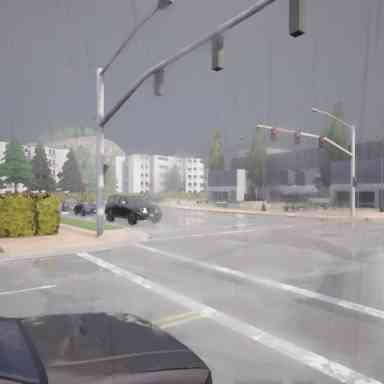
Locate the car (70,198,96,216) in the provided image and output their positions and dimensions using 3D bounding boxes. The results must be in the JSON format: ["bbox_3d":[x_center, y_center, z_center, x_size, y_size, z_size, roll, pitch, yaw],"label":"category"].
[{"bbox_3d":[-9.995,1.561,32.100,1.994,1.385,4.181,0,0,-34],"label":"car"}]

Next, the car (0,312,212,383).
[{"bbox_3d":[-2.361,1.548,2.080,5.357,1.411,2.033,0,0,-35],"label":"car"}]

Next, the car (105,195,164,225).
[{"bbox_3d":[-4.449,1.219,24.494,2.150,2.045,5.566,0,0,-40],"label":"car"}]

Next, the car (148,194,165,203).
[{"bbox_3d":[-7.538,1.345,70.934,2.097,1.767,4.553,0,0,17],"label":"car"}]

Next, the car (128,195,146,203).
[{"bbox_3d":[-11.382,1.469,68.885,1.882,1.535,5.008,0,0,14],"label":"car"}]

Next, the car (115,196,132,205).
[{"bbox_3d":[-12.062,1.485,58.853,2.128,1.511,4.902,0,0,-4],"label":"car"}]

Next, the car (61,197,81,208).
[{"bbox_3d":[-17.891,1.488,49.284,2.128,1.511,4.902,0,0,-13],"label":"car"}]

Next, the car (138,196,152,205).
[{"bbox_3d":[-8.632,1.497,61.169,1.837,1.490,4.892,0,0,-1],"label":"car"}]

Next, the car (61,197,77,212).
[{"bbox_3d":[-14.471,1.523,39.670,1.812,1.442,4.674,0,0,-24],"label":"car"}]
